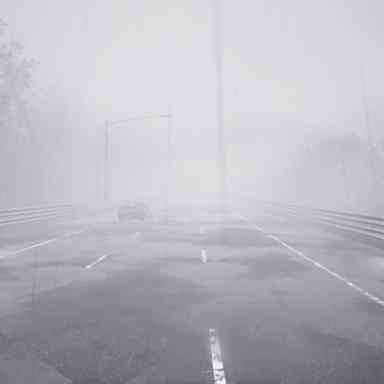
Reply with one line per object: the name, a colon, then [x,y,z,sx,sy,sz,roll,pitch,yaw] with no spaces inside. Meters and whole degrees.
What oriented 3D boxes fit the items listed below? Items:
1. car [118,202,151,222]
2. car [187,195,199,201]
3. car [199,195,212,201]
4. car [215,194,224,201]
car: [-4.430,1.503,26.214,2.128,1.511,4.902,0,0,2]
car: [-0.063,1.621,85.755,2.033,1.411,5.357,0,0,7]
car: [3.467,1.676,85.835,1.895,1.301,4.718,0,0,7]
car: [7.028,1.437,86.204,2.097,1.767,4.553,0,0,7]
